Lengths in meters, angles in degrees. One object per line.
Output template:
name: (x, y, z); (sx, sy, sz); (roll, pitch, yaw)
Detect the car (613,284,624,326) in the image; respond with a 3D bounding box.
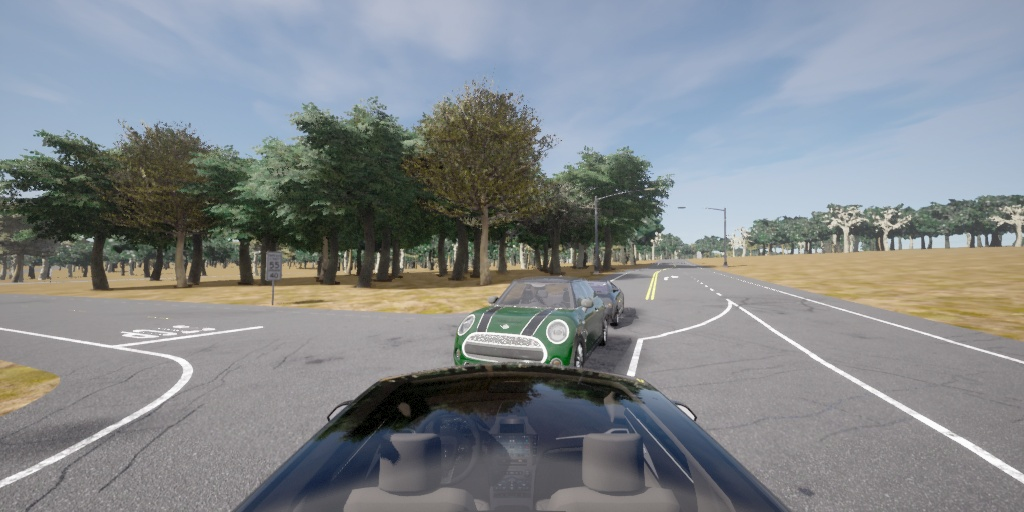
car: (2.895, 1.555, 12.918); (1.994, 1.385, 4.181); (-2, 0, 22)

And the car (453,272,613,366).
car: (0.674, 1.222, 7.484); (2.097, 1.767, 4.553); (-1, -2, 22)
